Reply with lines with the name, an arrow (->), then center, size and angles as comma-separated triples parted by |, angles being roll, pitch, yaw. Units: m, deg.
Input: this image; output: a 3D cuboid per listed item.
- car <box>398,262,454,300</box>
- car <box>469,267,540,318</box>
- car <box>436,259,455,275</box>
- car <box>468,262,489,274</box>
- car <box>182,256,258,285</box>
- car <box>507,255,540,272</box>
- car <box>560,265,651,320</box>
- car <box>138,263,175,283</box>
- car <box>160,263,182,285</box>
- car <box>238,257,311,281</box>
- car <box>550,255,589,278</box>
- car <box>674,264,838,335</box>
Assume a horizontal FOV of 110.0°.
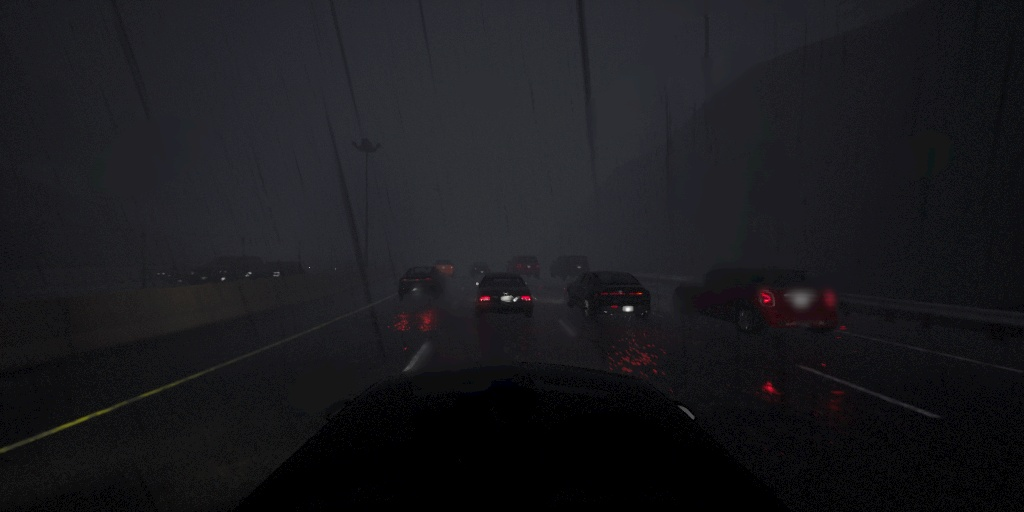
car -> -4.253, 1.252, 17.655 | 2.128, 1.511, 4.902 | 0, 0, -5
car -> -0.346, 1.299, 13.013 | 2.033, 1.411, 5.357 | 0, 0, -4
car -> -6.826, 1.119, 35.695 | 2.097, 1.767, 4.553 | 0, 0, -11
car -> -3.181, 1.284, 35.373 | 1.812, 1.442, 4.674 | 0, 0, -10
car -> -19.353, 1.018, 24.813 | 2.150, 2.045, 5.566 | 0, 0, -8
car -> 0.953, 0.971, 32.134 | 2.150, 2.045, 5.566 | 0, 0, -9
car -> 3.152, 1.249, 12.568 | 1.837, 1.490, 4.892 | 0, 0, -3
car -> -27.037, 1.302, 28.567 | 2.128, 1.511, 4.902 | 0, 0, -10
car -> -23.192, 1.403, 26.864 | 1.895, 1.301, 4.718 | 0, 0, -9
car -> -15.755, 1.138, 24.131 | 2.097, 1.767, 4.553 | 0, 0, -8
car -> 4.794, 0.962, 30.293 | 2.150, 2.045, 5.566 | 0, 0, -8
car -> 6.747, 1.088, 10.619 | 2.097, 1.767, 4.553 | 0, 0, -3
